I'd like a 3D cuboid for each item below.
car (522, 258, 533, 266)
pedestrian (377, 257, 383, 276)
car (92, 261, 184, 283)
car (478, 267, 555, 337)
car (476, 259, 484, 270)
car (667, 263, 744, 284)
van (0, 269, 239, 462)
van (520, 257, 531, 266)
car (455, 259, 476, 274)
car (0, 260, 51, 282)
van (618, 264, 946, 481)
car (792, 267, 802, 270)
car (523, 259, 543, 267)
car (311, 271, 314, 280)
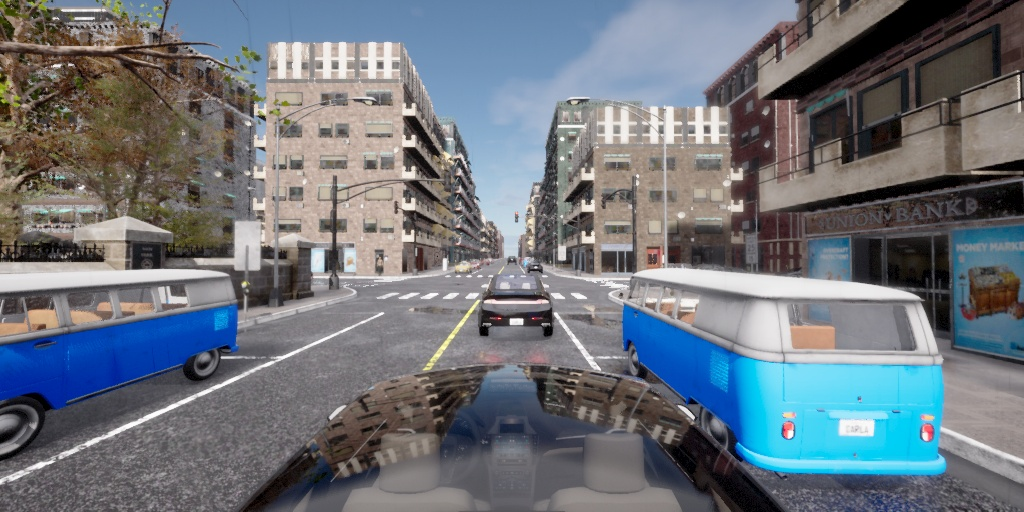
[{"bbox_3d":[2.695,1.317,48.214,2.007,1.370,4.403,0,0,0],"label":"car"},{"bbox_3d":[-12.536,0.967,34.014,0.375,1.860,0.375,0,-1,1],"label":"pedestrian"},{"bbox_3d":[-26.411,1.119,25.439,4.674,1.442,1.812,0,-1,1],"label":"car"},{"bbox_3d":[0.101,1.244,10.354,2.128,1.511,4.902,0,0,0],"label":"car"},{"bbox_3d":[-5.686,1.208,53.857,1.967,1.591,4.097,0,0,0],"label":"car"},{"bbox_3d":[15.094,1.357,28.144,5.008,1.535,1.882,0,-1,1],"label":"car"},{"bbox_3d":[-5.656,1.092,4.627,1.690,1.789,3.998,0,0,0],"label":"van"},{"bbox_3d":[2.696,1.112,59.498,1.690,1.789,3.998,0,0,0],"label":"van"},{"bbox_3d":[-5.686,1.289,42.402,1.751,1.417,4.829,0,0,0],"label":"car"},{"bbox_3d":[-36.510,1.044,25.567,4.892,1.490,1.837,0,-1,1],"label":"car"},{"bbox_3d":[2.659,1.092,4.625,1.690,1.789,3.998,0,0,0],"label":"van"},{"bbox_3d":[24.995,1.461,28.025,4.674,1.442,1.812,0,-1,1],"label":"car"},{"bbox_3d":[2.695,1.330,42.571,1.948,1.339,4.313,0,0,0],"label":"car"},{"bbox_3d":[-16.586,0.999,25.323,4.553,1.767,2.097,0,-1,1],"label":"car"}]
